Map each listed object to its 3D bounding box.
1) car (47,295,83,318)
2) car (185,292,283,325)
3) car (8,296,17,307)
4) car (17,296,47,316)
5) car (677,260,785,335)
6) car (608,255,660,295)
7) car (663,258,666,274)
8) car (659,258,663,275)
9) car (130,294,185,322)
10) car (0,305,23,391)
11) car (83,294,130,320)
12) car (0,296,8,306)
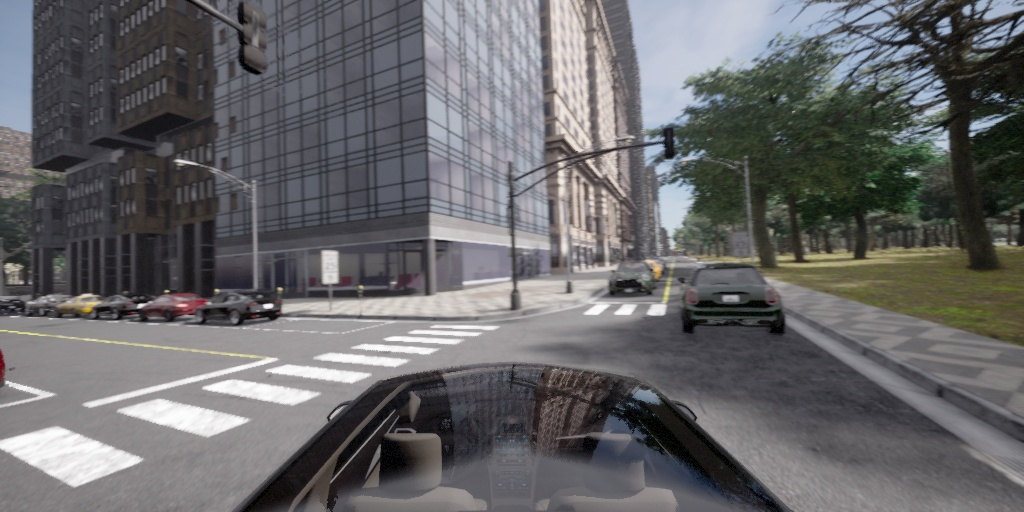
[{"bbox_3d":[-27.402,3.123,23.031,4.829,1.417,1.751,0,0,24],"label":"car"},{"bbox_3d":[-12.278,2.293,16.171,4.313,1.339,1.948,0,0,24],"label":"car"},{"bbox_3d":[-42.218,4.015,29.751,4.403,1.370,2.007,0,0,24],"label":"car"},{"bbox_3d":[-32.237,3.438,25.224,4.403,1.370,2.007,0,0,24],"label":"car"},{"bbox_3d":[5.862,0.959,10.107,2.097,1.767,4.553,-3,-1,24],"label":"car"},{"bbox_3d":[6.478,1.050,19.180,2.097,1.767,4.553,-3,-1,25],"label":"car"},{"bbox_3d":[14.039,1.088,35.722,1.812,1.442,4.674,-3,-1,25],"label":"car"},{"bbox_3d":[10.227,1.108,27.388,1.882,1.535,5.008,-3,-1,25],"label":"car"},{"bbox_3d":[-17.268,2.599,18.434,4.207,1.307,1.802,0,0,24],"label":"car"},{"bbox_3d":[-10.846,1.751,6.161,4.097,1.591,1.967,0,0,23],"label":"car"},{"bbox_3d":[-22.257,2.873,20.697,4.313,1.339,1.948,0,0,24],"label":"car"},{"bbox_3d":[-36.529,3.535,24.197,4.892,1.490,1.837,-3,-2,25],"label":"car"}]
